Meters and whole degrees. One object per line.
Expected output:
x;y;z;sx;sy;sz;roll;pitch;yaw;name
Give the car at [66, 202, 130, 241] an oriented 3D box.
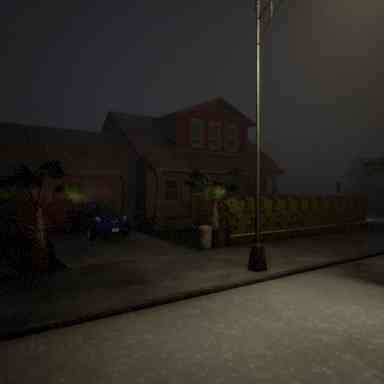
-4.137;1.176;14.514;1.845;1.501;3.633;0;0;-38;car
